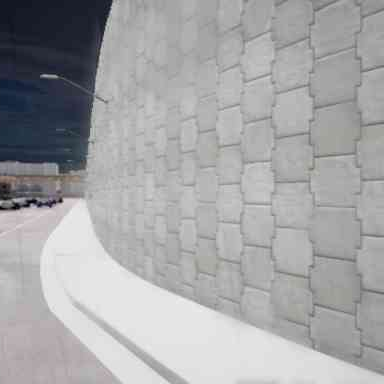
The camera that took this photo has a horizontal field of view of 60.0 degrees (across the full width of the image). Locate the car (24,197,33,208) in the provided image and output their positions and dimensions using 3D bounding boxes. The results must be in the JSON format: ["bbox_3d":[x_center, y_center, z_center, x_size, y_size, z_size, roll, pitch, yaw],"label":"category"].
[{"bbox_3d":[-28.093,1.937,55.081,1.994,1.385,4.181,0,-1,-18],"label":"car"}]

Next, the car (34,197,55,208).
[{"bbox_3d":[-24.527,1.743,55.445,2.097,1.767,4.553,0,-1,-18],"label":"car"}]

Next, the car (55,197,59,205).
[{"bbox_3d":[-27.658,1.817,64.977,1.812,1.442,4.674,0,-1,-18],"label":"car"}]

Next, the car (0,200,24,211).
[{"bbox_3d":[-25.058,1.869,45.852,1.994,1.385,4.181,0,-1,-18],"label":"car"}]

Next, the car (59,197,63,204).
[{"bbox_3d":[-33.028,2.109,81.319,2.128,1.511,4.902,0,-1,-18],"label":"car"}]
